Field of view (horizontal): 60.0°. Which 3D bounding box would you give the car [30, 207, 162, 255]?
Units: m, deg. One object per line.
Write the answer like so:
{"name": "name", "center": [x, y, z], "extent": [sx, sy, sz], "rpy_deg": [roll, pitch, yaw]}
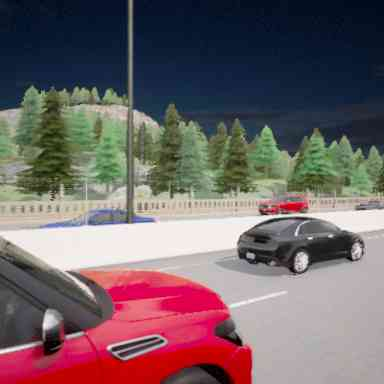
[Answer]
{"name": "car", "center": [-3.932, 1.491, 14.086], "extent": [5.008, 1.535, 1.882], "rpy_deg": [0, 0, -36]}

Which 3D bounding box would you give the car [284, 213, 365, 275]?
{"name": "car", "center": [3.599, 1.530, 10.616], "extent": [4.892, 1.490, 1.837], "rpy_deg": [0, 0, -36]}

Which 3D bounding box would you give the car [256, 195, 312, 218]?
{"name": "car", "center": [8.862, 1.295, 31.816], "extent": [5.566, 2.045, 2.150], "rpy_deg": [0, 0, -35]}

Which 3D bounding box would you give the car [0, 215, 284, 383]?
{"name": "car", "center": [-2.081, 1.220, 2.262], "extent": [5.566, 2.045, 2.150], "rpy_deg": [0, 0, -36]}

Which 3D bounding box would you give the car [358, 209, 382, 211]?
{"name": "car", "center": [18.544, 1.664, 34.408], "extent": [4.181, 1.385, 1.994], "rpy_deg": [0, 0, -35]}
